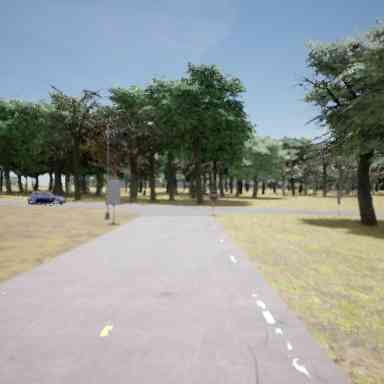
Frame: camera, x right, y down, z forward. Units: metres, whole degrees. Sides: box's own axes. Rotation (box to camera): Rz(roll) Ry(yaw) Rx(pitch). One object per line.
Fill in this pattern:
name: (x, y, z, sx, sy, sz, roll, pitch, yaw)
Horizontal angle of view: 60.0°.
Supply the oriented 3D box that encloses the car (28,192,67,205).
car: (-18.930, 0.784, 43.679, 4.553, 1.767, 2.097, 2, 1, -1)
